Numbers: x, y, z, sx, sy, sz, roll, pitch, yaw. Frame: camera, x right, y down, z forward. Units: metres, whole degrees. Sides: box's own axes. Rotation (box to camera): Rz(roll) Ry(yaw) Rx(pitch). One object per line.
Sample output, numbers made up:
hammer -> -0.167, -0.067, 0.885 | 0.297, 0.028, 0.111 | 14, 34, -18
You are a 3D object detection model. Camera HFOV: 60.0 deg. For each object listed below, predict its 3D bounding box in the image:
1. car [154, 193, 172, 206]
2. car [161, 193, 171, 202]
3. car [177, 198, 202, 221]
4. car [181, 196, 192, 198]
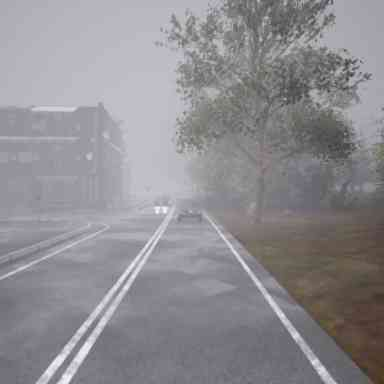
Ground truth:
car -> -4.229, 1.197, 46.773 | 2.128, 1.511, 4.902 | 0, 1, -2
car -> -4.866, 0.953, 63.074 | 1.837, 1.490, 4.892 | 0, 1, -2
car -> -0.177, 1.426, 25.951 | 2.033, 1.411, 5.357 | 0, 0, -1
car -> -0.708, 1.213, 44.455 | 1.882, 1.535, 5.008 | 0, 1, -2
